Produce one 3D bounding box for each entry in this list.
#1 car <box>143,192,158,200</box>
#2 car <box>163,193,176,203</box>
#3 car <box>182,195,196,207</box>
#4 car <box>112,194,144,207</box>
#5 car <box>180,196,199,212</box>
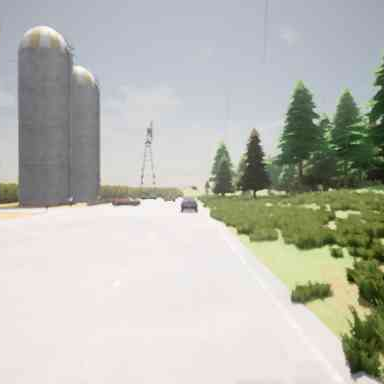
[{"bbox_3d":[-10.398,1.195,81.608,3.988,1.617,1.851,0,0,-1],"label":"car"},{"bbox_3d":[-4.141,1.046,61.603,2.097,1.767,4.553,0,0,-1],"label":"car"},{"bbox_3d":[-0.449,1.291,48.500,1.882,1.535,5.008,0,1,0],"label":"car"},{"bbox_3d":[-9.560,1.387,48.607,4.181,1.381,1.994,0,0,-1],"label":"car"},{"bbox_3d":[-0.295,1.352,36.413,2.128,1.511,4.902,0,0,0],"label":"car"}]
